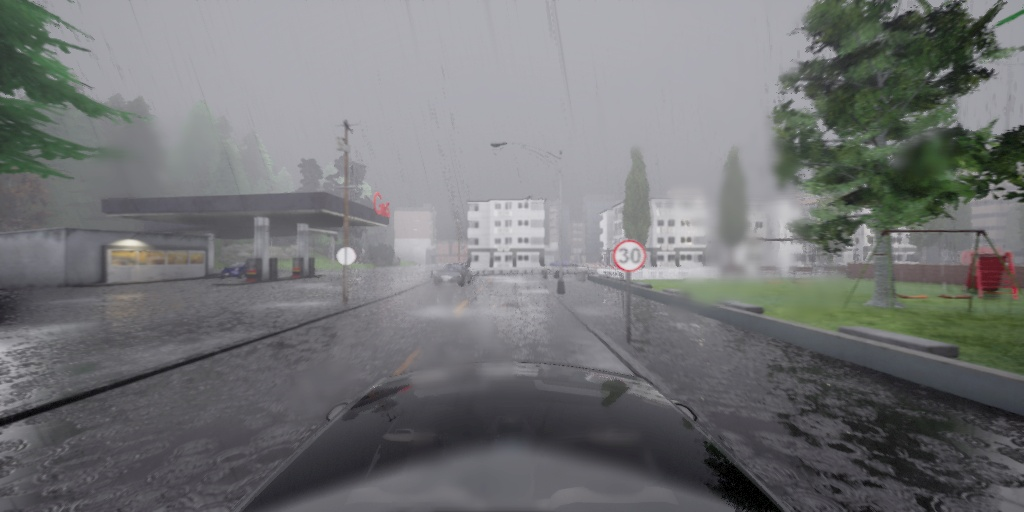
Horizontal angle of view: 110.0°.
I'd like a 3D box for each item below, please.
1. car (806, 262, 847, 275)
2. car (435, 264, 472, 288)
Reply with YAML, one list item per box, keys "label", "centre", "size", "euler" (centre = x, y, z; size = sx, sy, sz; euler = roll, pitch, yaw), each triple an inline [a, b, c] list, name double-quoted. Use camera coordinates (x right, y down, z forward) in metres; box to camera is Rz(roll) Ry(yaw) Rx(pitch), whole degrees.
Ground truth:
- label: "car"
  centre: [35.488, 1.410, 40.638]
  size: [4.181, 1.385, 1.994]
  euler: [0, 0, 0]
- label: "car"
  centre: [-3.945, 1.286, 24.782]
  size: [2.128, 1.511, 4.902]
  euler: [0, 0, 2]
